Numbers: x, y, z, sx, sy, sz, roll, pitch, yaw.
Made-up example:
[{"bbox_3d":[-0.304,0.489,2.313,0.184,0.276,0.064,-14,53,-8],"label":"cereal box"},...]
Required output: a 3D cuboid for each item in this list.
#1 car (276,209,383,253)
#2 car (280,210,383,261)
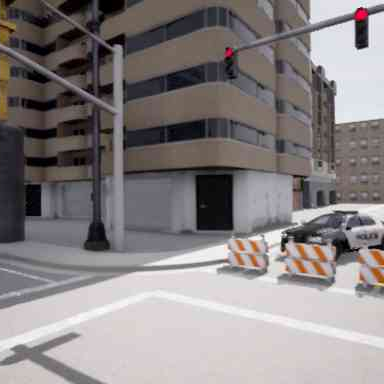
[{"bbox_3d":[5.484,1.323,12.407,4.536,1.218,1.853,0,0,-30],"label":"car"},{"bbox_3d":[5.441,1.481,12.380,4.974,1.542,2.038,0,0,-30],"label":"car"}]
